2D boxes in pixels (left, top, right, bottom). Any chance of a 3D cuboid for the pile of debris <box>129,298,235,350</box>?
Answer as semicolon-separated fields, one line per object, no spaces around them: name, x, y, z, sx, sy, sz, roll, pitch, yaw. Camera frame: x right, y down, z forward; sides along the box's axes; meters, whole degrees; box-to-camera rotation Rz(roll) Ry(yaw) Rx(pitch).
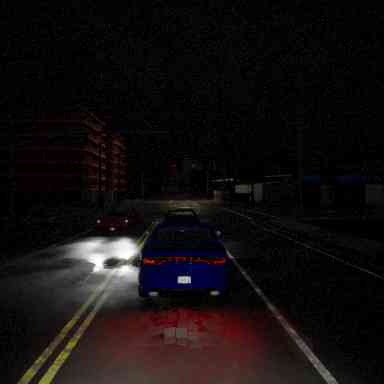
pile of debris;-0.175;2.175;5.675;1.500;0.140;1.860;0;0;-2

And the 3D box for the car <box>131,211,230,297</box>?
car;-0.216;1.478;8.646;1.882;1.535;5.008;0;0;-2

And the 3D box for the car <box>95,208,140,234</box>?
car;-4.227;1.608;19.495;1.895;1.301;4.718;0;0;-2
